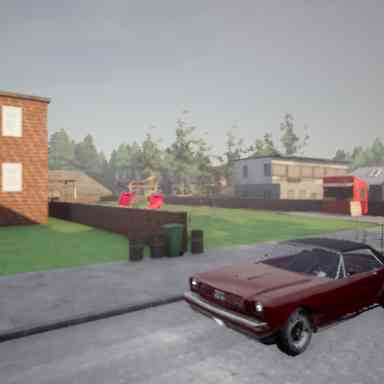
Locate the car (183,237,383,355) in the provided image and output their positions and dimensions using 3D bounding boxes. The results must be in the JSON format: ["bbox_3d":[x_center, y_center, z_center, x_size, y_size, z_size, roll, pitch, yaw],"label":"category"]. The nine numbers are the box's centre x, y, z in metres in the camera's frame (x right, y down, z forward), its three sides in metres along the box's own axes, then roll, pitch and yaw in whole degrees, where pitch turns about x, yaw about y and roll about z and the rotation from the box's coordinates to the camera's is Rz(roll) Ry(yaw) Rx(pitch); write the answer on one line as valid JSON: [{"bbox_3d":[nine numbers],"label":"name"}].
[{"bbox_3d":[2.199,1.590,6.171,4.718,1.301,1.895,0,0,-35],"label":"car"}]
